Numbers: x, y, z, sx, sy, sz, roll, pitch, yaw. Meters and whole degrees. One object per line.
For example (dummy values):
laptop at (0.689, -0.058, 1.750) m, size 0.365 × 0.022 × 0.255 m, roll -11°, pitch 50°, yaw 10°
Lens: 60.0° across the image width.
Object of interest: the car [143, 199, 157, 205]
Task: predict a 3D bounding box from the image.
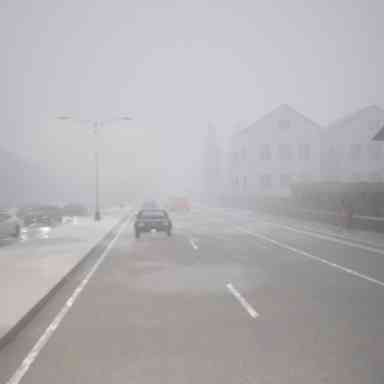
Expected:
car at (-5.537, 1.620, 43.770) m, size 1.812 × 1.442 × 4.674 m, roll -1°, pitch 0°, yaw -7°

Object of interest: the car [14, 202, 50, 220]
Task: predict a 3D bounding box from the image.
car at (-15.920, 1.837, 33.369) m, size 1.837 × 1.490 × 4.892 m, roll -1°, pitch 0°, yaw -7°

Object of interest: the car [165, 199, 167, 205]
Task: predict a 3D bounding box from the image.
car at (-2.842, 1.382, 49.516) m, size 2.097 × 1.767 × 4.553 m, roll -1°, pitch 0°, yaw -7°

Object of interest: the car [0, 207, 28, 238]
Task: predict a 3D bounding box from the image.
car at (-10.226, 1.742, 16.792) m, size 1.812 × 1.442 × 4.674 m, roll -1°, pitch 0°, yaw -8°

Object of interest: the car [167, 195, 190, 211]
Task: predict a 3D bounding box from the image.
car at (-1.517, 1.360, 39.407) m, size 2.097 × 1.767 × 4.553 m, roll -1°, pitch 0°, yaw -7°

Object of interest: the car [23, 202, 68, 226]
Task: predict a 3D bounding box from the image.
car at (-11.437, 1.742, 25.949) m, size 1.837 × 1.490 × 4.892 m, roll -1°, pitch 0°, yaw -7°

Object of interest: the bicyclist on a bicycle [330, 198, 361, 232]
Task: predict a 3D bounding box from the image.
bicyclist on a bicycle at (7.463, 1.124, 16.181) m, size 1.656 × 1.620 × 0.582 m, roll -2°, pitch 0°, yaw -7°

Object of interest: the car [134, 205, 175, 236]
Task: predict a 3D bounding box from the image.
car at (-2.212, 1.638, 18.715) m, size 1.895 × 1.301 × 4.718 m, roll -1°, pitch 0°, yaw -8°

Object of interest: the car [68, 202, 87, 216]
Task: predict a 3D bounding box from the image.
car at (-12.706, 1.823, 35.879) m, size 1.994 × 1.385 × 4.181 m, roll -1°, pitch 0°, yaw -7°
